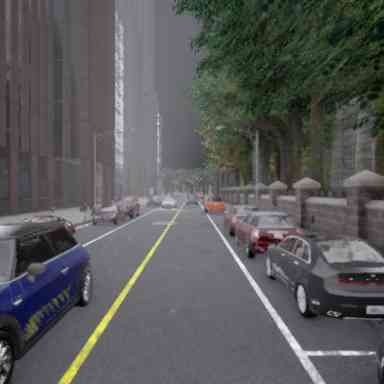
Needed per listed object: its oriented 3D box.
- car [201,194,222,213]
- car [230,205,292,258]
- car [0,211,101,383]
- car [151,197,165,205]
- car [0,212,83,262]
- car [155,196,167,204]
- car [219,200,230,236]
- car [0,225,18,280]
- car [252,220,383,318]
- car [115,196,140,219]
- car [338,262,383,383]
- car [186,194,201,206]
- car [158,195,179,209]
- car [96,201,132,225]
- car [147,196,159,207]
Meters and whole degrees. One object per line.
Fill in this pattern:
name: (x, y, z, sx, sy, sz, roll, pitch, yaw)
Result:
car: (2.398, 1.310, 36.001, 2.097, 1.767, 4.553, 0, 0, 0)
car: (2.766, 1.423, 12.657, 1.967, 1.590, 4.097, 0, 0, 0)
car: (-3.088, 1.345, 4.945, 2.097, 1.767, 4.553, 0, 0, 0)
car: (-5.746, 1.489, 56.310, 2.008, 1.369, 4.403, 0, 0, 0)
car: (-5.759, 1.566, 12.653, 1.802, 1.307, 4.206, 0, 0, 0)
car: (-5.745, 1.479, 61.767, 1.887, 1.381, 4.507, 0, 0, 0)
car: (2.768, 1.416, 18.114, 1.967, 1.590, 4.097, 0, 0, 0)
car: (-5.760, 1.573, 7.196, 1.802, 1.307, 4.206, 0, 0, 0)
car: (2.765, 1.541, 7.201, 2.008, 1.369, 4.403, 0, 0, 0)
car: (-5.754, 1.277, 29.024, 2.192, 1.841, 5.009, 0, 0, 0)
car: (2.763, 1.548, 1.744, 2.008, 1.369, 4.403, 0, 0, 0)
car: (0.015, 1.499, 55.100, 2.033, 1.411, 5.357, 0, 0, 0)
car: (-3.069, 1.473, 44.849, 1.812, 1.442, 4.674, 0, 0, 0)
car: (-5.756, 1.551, 23.568, 1.802, 1.307, 4.206, 0, 0, 0)
car: (-5.748, 1.383, 50.853, 1.967, 1.590, 4.097, 0, 0, 0)
